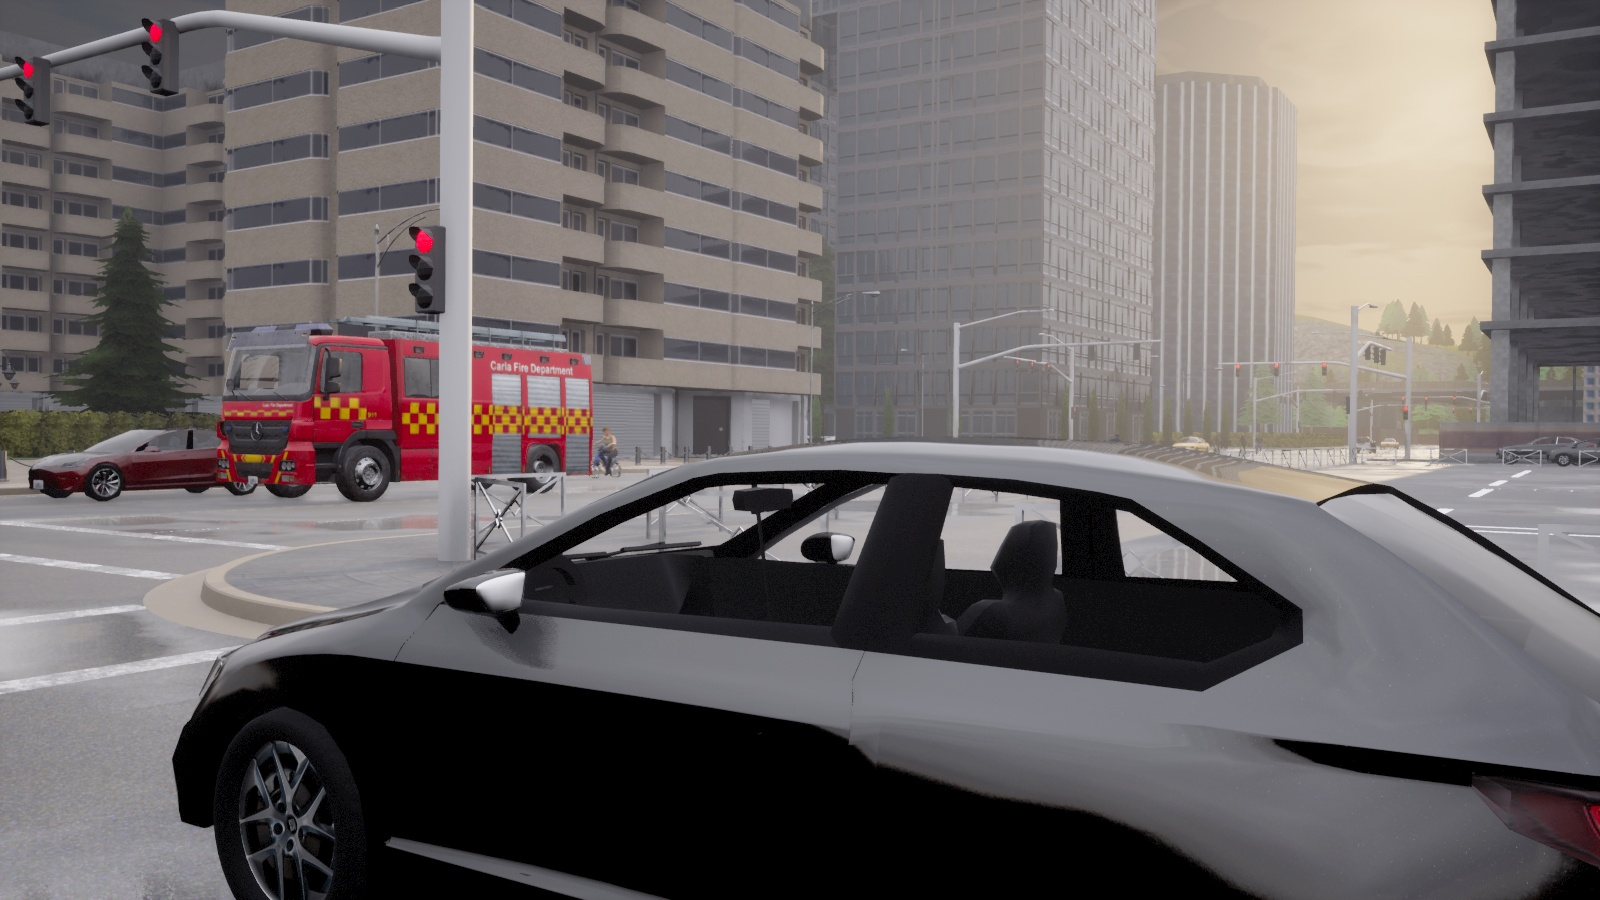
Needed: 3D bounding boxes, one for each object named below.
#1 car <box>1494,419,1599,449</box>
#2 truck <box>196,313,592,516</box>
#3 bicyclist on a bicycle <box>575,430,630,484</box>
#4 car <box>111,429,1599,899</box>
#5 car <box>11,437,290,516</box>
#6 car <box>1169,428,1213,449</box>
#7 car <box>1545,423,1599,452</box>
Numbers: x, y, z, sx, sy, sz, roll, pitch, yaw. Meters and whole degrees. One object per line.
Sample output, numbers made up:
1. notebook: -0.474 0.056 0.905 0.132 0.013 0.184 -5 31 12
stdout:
1. car: 41.957 -0.889 70.566 5.027 1.651 2.152 0 1 32
2. truck: -8.614 -0.738 28.003 2.891 3.827 8.468 0 1 32
3. bicyclist on a bicycle: -6.051 0.196 38.602 0.866 1.612 1.509 0 1 32
4. car: 0.098 0.696 3.550 4.193 1.474 1.816 0 1 33
5. car: -13.616 0.491 26.643 2.163 1.488 4.792 0 1 32
6. car: 29.585 -0.894 94.940 1.801 1.575 5.366 0 1 32
7. car: 42.050 -0.664 66.379 4.514 1.525 2.007 0 1 32
